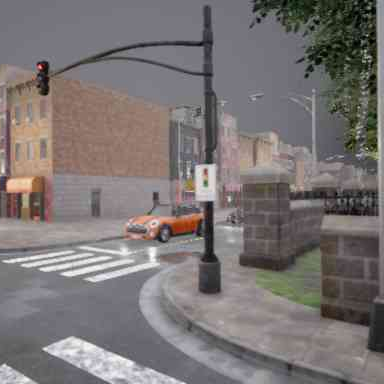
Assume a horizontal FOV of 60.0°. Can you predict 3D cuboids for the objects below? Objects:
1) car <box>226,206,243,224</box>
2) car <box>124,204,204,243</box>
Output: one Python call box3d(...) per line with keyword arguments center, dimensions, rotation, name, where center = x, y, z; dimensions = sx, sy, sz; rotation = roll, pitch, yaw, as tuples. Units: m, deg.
box3d(center=(4.602, 1.626, 24.898), dimensions=(2.033, 1.411, 5.357), rotation=(-1, -1, 35), name="car")
box3d(center=(-1.235, 1.406, 16.597), dimensions=(2.097, 1.767, 4.553), rotation=(-1, -1, 35), name="car")
